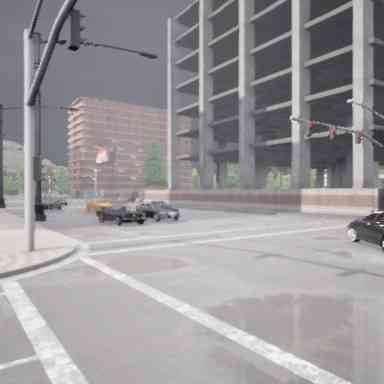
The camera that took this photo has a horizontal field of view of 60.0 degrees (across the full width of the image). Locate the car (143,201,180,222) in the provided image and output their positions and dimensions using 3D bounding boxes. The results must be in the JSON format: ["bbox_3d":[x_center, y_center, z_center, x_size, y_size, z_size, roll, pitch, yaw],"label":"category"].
[{"bbox_3d":[-2.762,1.474,26.058,2.128,1.511,4.902,0,0,-35],"label":"car"}]

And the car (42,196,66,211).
[{"bbox_3d":[-17.619,1.341,41.223,2.097,1.767,4.553,0,0,-35],"label":"car"}]

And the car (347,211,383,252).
[{"bbox_3d":[7.819,1.484,13.015,1.837,1.490,4.892,2,0,3],"label":"car"}]

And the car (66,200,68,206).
[{"bbox_3d":[-21.037,1.532,52.354,2.033,1.411,5.357,0,0,-35],"label":"car"}]

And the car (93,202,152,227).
[{"bbox_3d":[-4.934,1.588,23.064,1.895,1.301,4.718,0,0,-35],"label":"car"}]

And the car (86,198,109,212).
[{"bbox_3d":[-10.147,1.461,36.621,1.882,1.535,5.008,0,0,-35],"label":"car"}]
